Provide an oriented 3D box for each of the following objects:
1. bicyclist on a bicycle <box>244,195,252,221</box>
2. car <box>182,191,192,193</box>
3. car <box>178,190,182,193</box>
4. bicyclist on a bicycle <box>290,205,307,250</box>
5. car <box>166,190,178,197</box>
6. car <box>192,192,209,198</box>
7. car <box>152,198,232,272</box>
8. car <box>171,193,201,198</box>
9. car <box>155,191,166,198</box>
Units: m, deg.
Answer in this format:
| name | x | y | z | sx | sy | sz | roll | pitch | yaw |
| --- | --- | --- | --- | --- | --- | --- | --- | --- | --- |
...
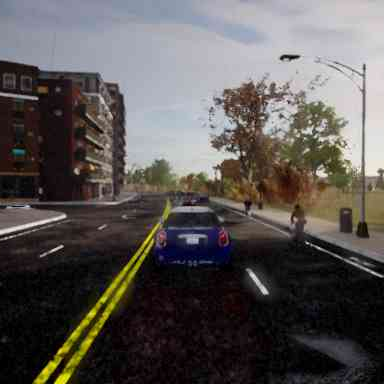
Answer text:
| name | x | y | z | sx | sy | sz | roll | pitch | yaw |
| --- | --- | --- | --- | --- | --- | --- | --- | --- | --- |
| bicyclist on a bicycle | 3.742 | 1.105 | 22.386 | 0.659 | 1.776 | 1.843 | 0 | 1 | -2 |
| car | -0.523 | 0.608 | 71.680 | 1.882 | 1.535 | 5.008 | 0 | 1 | -6 |
| car | -2.226 | 0.492 | 86.445 | 1.994 | 1.385 | 4.181 | 0 | 1 | -7 |
| bicyclist on a bicycle | 3.999 | 1.305 | 12.496 | 0.582 | 1.620 | 1.656 | 0 | 0 | -1 |
| car | -5.400 | 0.307 | 85.621 | 2.097 | 1.767 | 4.553 | 0 | 1 | -7 |
| car | 1.518 | 0.956 | 49.362 | 2.033 | 1.411 | 5.357 | 0 | 1 | -4 |
| car | -0.014 | 1.228 | 10.513 | 2.097 | 1.767 | 4.553 | 0 | 1 | -1 |
| car | -0.600 | 1.135 | 29.960 | 2.128 | 1.511 | 4.902 | 0 | 1 | -2 |
| car | -7.461 | 0.627 | 75.372 | 2.033 | 1.411 | 5.357 | 0 | 1 | -6 |
